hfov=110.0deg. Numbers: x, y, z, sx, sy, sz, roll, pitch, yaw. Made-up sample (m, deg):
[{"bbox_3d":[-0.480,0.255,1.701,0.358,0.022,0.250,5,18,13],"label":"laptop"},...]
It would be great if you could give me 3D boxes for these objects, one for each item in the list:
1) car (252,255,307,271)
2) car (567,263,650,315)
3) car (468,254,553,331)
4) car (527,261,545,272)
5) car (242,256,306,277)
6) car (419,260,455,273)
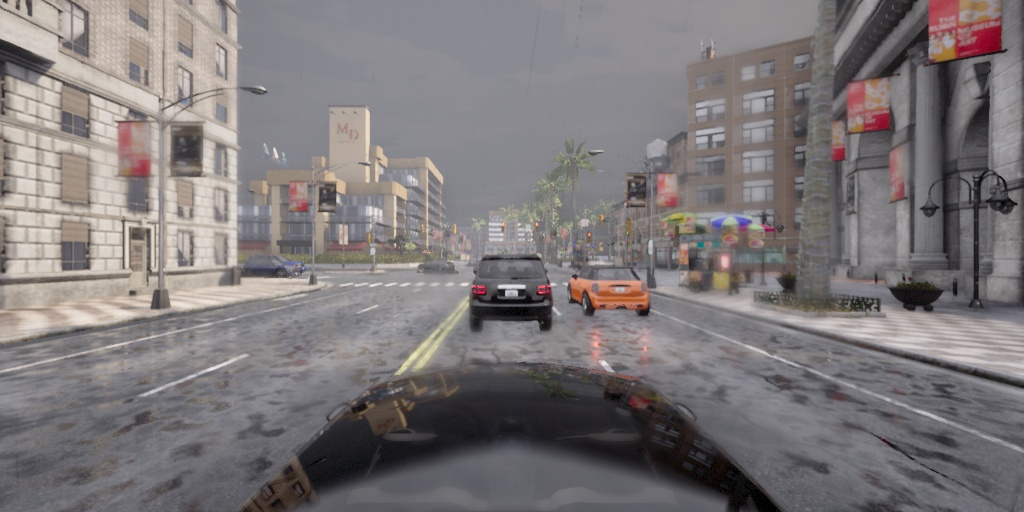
[{"bbox_3d":[-24.554,0.947,37.345,5.566,2.045,2.150,0,0,-1],"label":"car"},{"bbox_3d":[3.432,1.094,13.569,2.097,1.767,4.553,0,0,-1],"label":"car"},{"bbox_3d":[-0.043,0.965,11.085,2.150,2.045,5.566,0,0,-1],"label":"car"},{"bbox_3d":[3.019,1.322,45.740,1.895,1.301,4.718,0,0,-1],"label":"car"},{"bbox_3d":[-22.584,1.081,33.831,4.553,1.767,2.097,0,0,0],"label":"car"},{"bbox_3d":[-9.298,1.214,43.943,4.902,1.511,2.128,0,0,31],"label":"car"}]
